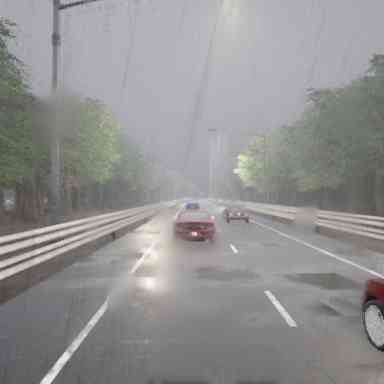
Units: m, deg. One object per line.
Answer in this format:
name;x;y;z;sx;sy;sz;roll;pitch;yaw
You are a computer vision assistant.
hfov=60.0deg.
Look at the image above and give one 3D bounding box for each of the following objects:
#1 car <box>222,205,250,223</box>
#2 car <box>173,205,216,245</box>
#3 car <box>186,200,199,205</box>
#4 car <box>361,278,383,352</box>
car;3.594;1.807;28.039;2.033;1.411;5.357;0;-1;0
car;0.096;1.627;16.452;1.882;1.535;5.008;0;0;0
car;0.090;1.941;48.687;1.882;1.535;5.008;0;0;0
car;3.579;1.508;3.226;1.882;1.535;5.008;0;0;0
